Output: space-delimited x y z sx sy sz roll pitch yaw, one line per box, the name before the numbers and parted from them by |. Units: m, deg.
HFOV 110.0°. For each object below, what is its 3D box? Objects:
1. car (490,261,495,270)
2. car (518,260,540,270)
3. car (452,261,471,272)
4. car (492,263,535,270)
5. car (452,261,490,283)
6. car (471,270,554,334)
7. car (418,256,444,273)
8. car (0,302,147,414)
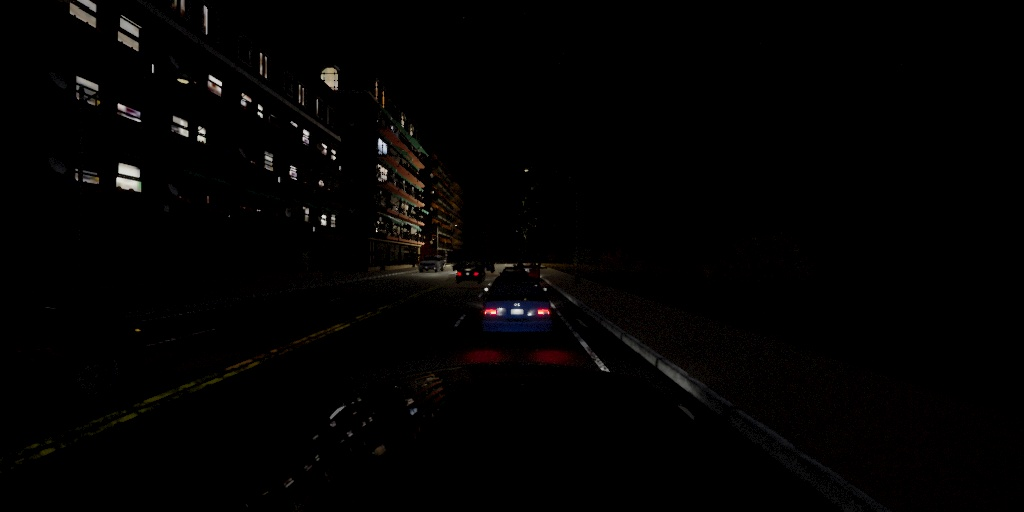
car | -3.093 1.279 44.018 1.812 1.442 4.674 0 0 1
car | 1.173 1.104 29.833 2.097 1.767 4.553 0 0 0
car | -6.540 1.317 46.879 1.994 1.385 4.181 0 0 0
car | 0.118 1.317 20.898 1.994 1.385 4.181 0 0 1
car | -3.112 1.300 27.666 2.033 1.411 5.357 0 0 0
car | 0.112 1.299 10.565 2.033 1.411 5.357 0 0 0
car | -9.795 0.975 43.874 2.150 2.045 5.566 0 0 0
car | -6.600 1.276 3.659 1.812 1.442 4.674 0 0 0
